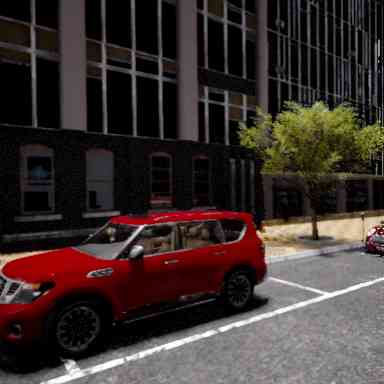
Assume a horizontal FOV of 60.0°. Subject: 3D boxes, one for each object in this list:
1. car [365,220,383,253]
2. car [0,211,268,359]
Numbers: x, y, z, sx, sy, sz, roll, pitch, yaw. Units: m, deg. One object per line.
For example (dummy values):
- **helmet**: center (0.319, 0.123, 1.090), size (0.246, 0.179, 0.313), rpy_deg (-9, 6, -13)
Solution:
- **car**: center (8.303, 1.454, 12.517), size (4.097, 1.590, 1.967), rpy_deg (0, -1, -36)
- **car**: center (-0.761, 1.319, 6.161), size (5.009, 1.841, 2.192), rpy_deg (0, -1, -36)
